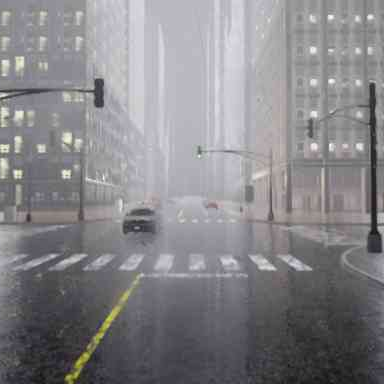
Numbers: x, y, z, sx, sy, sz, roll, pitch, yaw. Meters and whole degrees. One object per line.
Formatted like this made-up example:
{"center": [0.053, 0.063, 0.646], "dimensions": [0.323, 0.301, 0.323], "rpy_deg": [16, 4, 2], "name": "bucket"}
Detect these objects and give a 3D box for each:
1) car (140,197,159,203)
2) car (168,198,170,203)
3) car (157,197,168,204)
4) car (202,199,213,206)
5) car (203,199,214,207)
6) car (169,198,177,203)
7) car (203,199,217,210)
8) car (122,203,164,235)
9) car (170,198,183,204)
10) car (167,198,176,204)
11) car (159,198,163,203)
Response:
{"center": [-5.467, 1.736, 39.435], "dimensions": [1.967, 1.590, 4.097], "rpy_deg": [1, 0, 0], "name": "car"}
{"center": [-5.260, 2.134, 78.459], "dimensions": [1.887, 1.381, 4.507], "rpy_deg": [1, 0, 0], "name": "car"}
{"center": [-5.405, 1.695, 50.586], "dimensions": [2.192, 1.841, 5.009], "rpy_deg": [1, 0, 0], "name": "car"}
{"center": [3.060, 2.073, 67.333], "dimensions": [1.947, 1.339, 4.313], "rpy_deg": [1, 0, 0], "name": "car"}
{"center": [3.032, 1.992, 61.927], "dimensions": [1.752, 1.417, 4.829], "rpy_deg": [1, 0, 0], "name": "car"}
{"center": [-5.201, 2.218, 89.609], "dimensions": [1.887, 1.381, 4.507], "rpy_deg": [1, 0, 0], "name": "car"}
{"center": [2.970, 1.963, 50.601], "dimensions": [1.802, 1.307, 4.206], "rpy_deg": [1, 0, 0], "name": "car"}
{"center": [-2.896, 1.640, 20.171], "dimensions": [1.882, 1.535, 5.008], "rpy_deg": [0, 0, 0], "name": "car"}
{"center": [-2.658, 1.840, 64.696], "dimensions": [1.812, 1.442, 4.674], "rpy_deg": [0, 0, 0], "name": "car"}
{"center": [-5.231, 2.182, 84.034], "dimensions": [2.008, 1.369, 4.403], "rpy_deg": [1, 0, 0], "name": "car"}
{"center": [-5.440, 1.919, 45.009], "dimensions": [1.802, 1.307, 4.206], "rpy_deg": [1, 0, 0], "name": "car"}
